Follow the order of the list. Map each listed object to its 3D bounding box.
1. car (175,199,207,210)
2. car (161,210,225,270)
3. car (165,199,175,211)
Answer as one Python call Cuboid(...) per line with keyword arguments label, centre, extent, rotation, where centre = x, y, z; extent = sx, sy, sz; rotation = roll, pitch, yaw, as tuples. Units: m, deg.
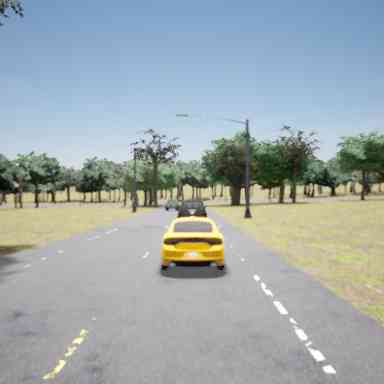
Cuboid(label="car", centre=(0.044, 1.626, 26.638), extent=(2.150, 2.045, 5.566), rotation=(0, -1, 0))
Cuboid(label="car", centre=(0.041, 1.591, 11.501), extent=(1.882, 1.535, 5.008), rotation=(0, -1, 0))
Cuboid(label="car", centre=(-3.528, 2.285, 58.936), extent=(2.150, 2.045, 5.566), rotation=(0, -1, 1))
